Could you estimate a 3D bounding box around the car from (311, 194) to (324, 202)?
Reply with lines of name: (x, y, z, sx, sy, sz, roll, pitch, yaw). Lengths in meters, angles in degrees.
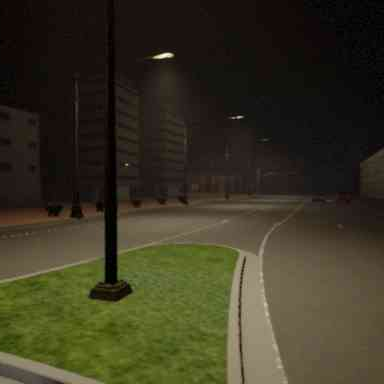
car: (19.743, 0.917, 52.105, 1.895, 1.301, 4.718, 0, 1, 22)

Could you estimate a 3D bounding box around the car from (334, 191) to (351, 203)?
car: (23.273, 0.670, 51.510, 2.097, 1.767, 4.553, 0, 1, 21)
